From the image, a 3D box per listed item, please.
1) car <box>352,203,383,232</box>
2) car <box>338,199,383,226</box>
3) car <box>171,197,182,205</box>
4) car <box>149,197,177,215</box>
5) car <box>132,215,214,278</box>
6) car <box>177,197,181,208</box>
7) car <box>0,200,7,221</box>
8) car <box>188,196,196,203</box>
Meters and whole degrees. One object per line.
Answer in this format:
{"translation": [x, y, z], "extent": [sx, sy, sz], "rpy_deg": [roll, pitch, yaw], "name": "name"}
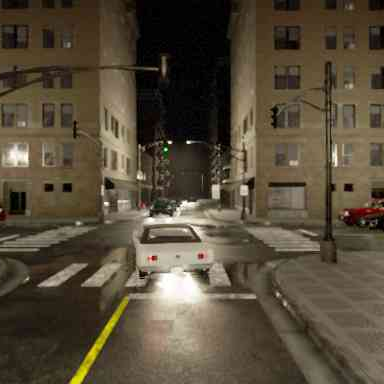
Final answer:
{"translation": [12.235, 1.536, 19.083], "extent": [4.892, 1.490, 1.837], "rpy_deg": [0, 0, 0], "name": "car"}
{"translation": [12.266, 1.358, 21.621], "extent": [5.009, 1.841, 2.192], "rpy_deg": [0, 0, 0], "name": "car"}
{"translation": [-2.754, 1.643, 61.027], "extent": [1.812, 1.442, 4.674], "rpy_deg": [0, 0, 0], "name": "car"}
{"translation": [-2.846, 1.406, 32.060], "extent": [2.097, 1.767, 4.553], "rpy_deg": [0, 0, 0], "name": "car"}
{"translation": [-0.833, 1.614, 10.247], "extent": [1.895, 1.301, 4.718], "rpy_deg": [0, 0, -12], "name": "car"}
{"translation": [-2.833, 1.564, 41.271], "extent": [2.128, 1.511, 4.902], "rpy_deg": [0, 0, 0], "name": "car"}
{"translation": [-14.790, 1.361, 21.614], "extent": [5.009, 1.841, 2.192], "rpy_deg": [0, 0, 0], "name": "car"}
{"translation": [-0.006, 1.675, 73.738], "extent": [2.128, 1.511, 4.902], "rpy_deg": [0, 0, 0], "name": "car"}
